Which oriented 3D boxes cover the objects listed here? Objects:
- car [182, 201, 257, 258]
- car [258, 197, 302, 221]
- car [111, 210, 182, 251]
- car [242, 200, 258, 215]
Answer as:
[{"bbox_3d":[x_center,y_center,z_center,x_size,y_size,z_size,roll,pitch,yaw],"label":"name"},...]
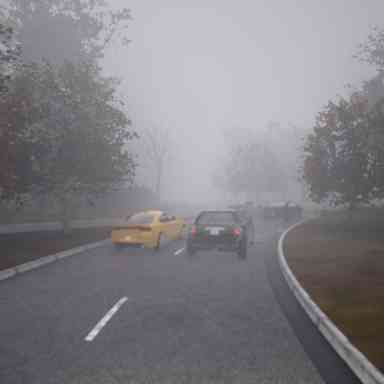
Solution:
[{"bbox_3d":[1.317,1.415,13.504,2.097,1.767,4.553,0,0,15],"label":"car"},{"bbox_3d":[7.429,1.451,26.950,1.882,1.535,5.008,0,1,34],"label":"car"},{"bbox_3d":[-1.715,1.544,14.684,1.882,1.535,5.008,0,0,15],"label":"car"},{"bbox_3d":[4.607,1.492,28.586,1.837,1.490,4.892,0,1,34],"label":"car"}]
